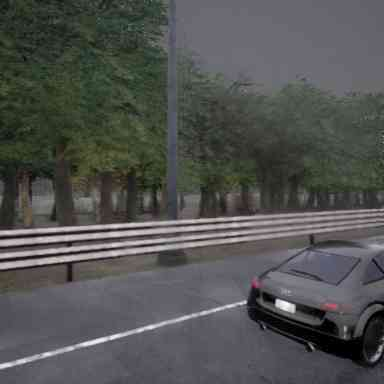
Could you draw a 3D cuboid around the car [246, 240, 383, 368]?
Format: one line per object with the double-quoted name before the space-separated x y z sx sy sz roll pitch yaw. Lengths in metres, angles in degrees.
"car" 2.946 1.565 5.815 4.181 1.385 1.994 0 0 -35
